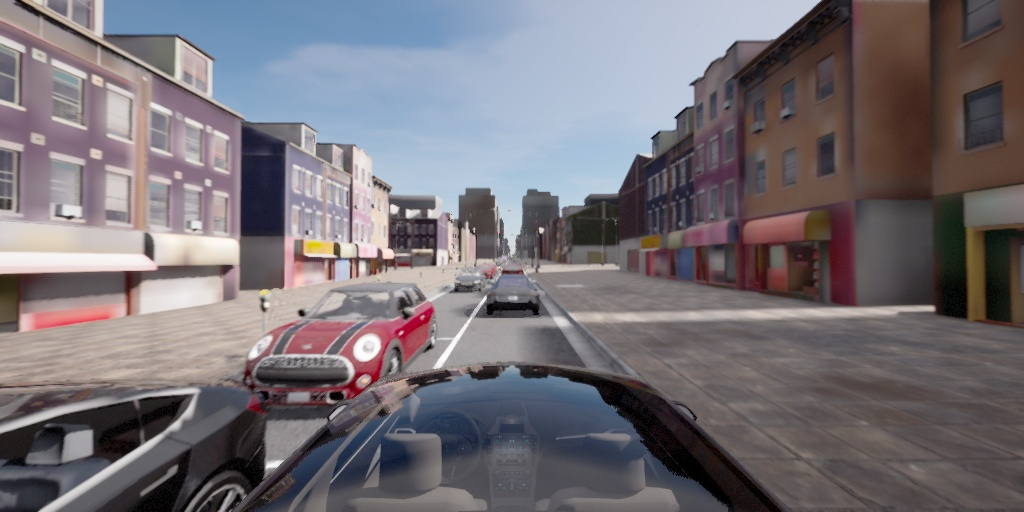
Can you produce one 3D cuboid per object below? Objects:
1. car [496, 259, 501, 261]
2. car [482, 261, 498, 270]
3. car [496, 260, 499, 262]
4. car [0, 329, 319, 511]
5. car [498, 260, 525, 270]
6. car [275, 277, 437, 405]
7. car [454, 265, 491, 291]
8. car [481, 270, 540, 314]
[{"bbox_3d":[-2.633,1.443,45.018,1.751,1.417,4.829,0,0,0],"label":"car"},{"bbox_3d":[-2.634,1.480,34.115,1.888,1.381,4.507,0,0,0],"label":"car"},{"bbox_3d":[-2.633,1.477,39.652,1.888,1.381,4.507,0,0,0],"label":"car"},{"bbox_3d":[-2.637,1.308,0.891,1.948,1.339,4.313,0,0,0],"label":"car"},{"bbox_3d":[0.057,1.409,30.374,1.882,1.535,5.008,0,0,0],"label":"car"},{"bbox_3d":[-2.636,1.236,6.424,1.967,1.591,4.097,0,0,0],"label":"car"},{"bbox_3d":[-2.635,1.462,23.040,2.007,1.370,4.403,0,0,0],"label":"car"},{"bbox_3d":[0.050,1.427,14.343,1.994,1.385,4.181,0,0,0],"label":"car"}]
